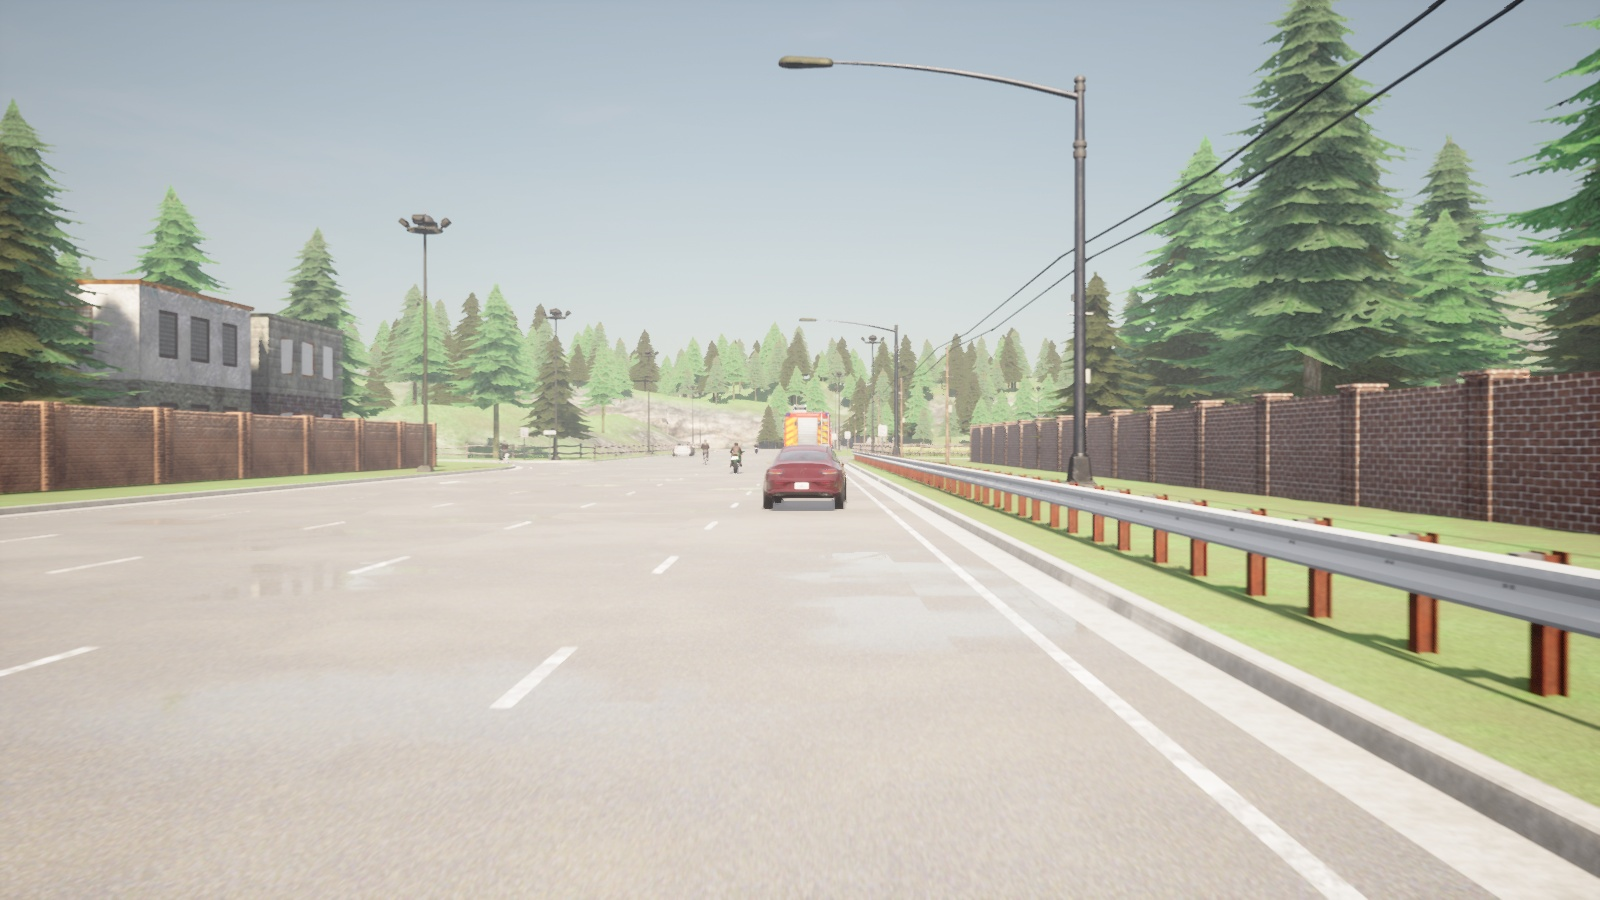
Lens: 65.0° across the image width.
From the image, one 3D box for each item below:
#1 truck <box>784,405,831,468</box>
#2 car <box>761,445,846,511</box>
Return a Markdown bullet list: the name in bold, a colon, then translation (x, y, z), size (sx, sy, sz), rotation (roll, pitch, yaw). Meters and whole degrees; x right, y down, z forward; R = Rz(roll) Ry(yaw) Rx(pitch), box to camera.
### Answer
- **truck**: translation (0.478, -0.872, 80.579), size (2.891, 3.827, 8.468), rotation (0, 0, 0)
- **car**: translation (0.160, 0.605, 29.746), size (1.812, 1.442, 4.674), rotation (0, 0, 3)
